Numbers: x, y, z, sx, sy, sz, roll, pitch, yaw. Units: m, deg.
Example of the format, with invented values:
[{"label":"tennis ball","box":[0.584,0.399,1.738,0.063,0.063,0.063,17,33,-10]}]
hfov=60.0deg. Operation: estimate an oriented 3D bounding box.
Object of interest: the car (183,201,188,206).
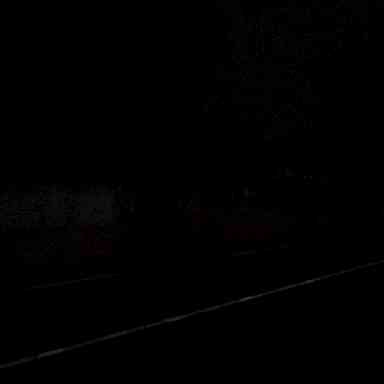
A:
[{"label":"car","box":[-2.635,1.861,58.996,1.812,1.442,4.674,-1,-1,-36]}]

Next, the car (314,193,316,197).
[{"label":"car","box":[30.872,0.555,77.005,2.152,1.636,5.027,-1,1,-37]}]

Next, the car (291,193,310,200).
[{"label":"car","box":[23.753,1.029,73.010,1.970,1.475,3.806,-1,-1,-37]}]
